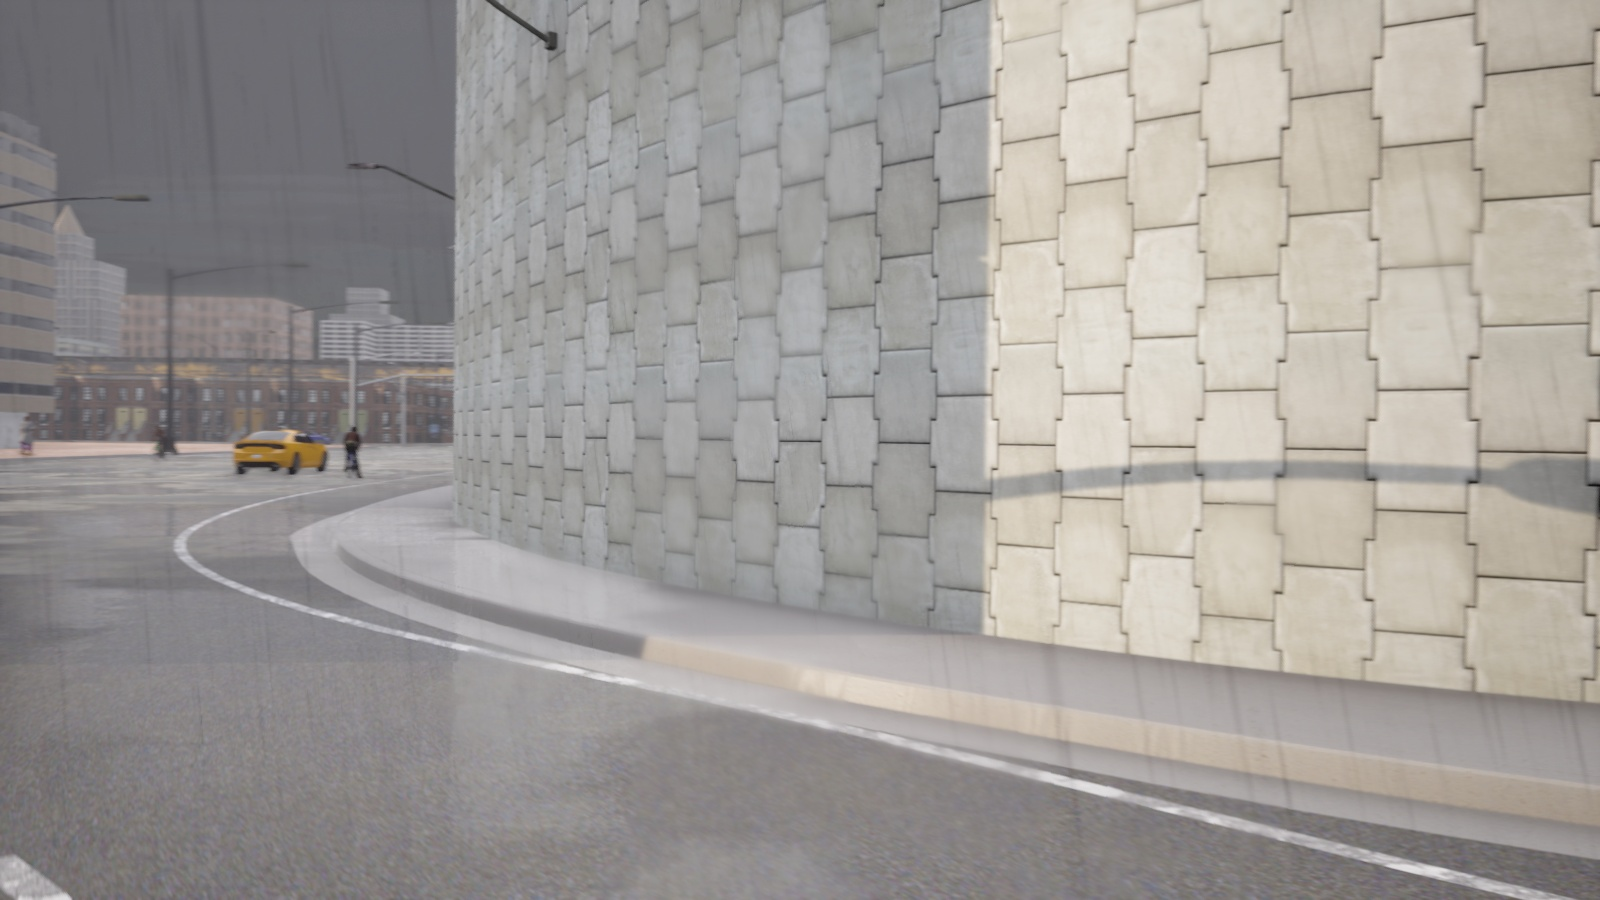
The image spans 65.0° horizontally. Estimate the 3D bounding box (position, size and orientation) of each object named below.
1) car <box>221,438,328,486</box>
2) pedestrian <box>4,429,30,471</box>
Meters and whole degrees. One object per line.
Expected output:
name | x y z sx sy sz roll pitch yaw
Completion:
car | -17.938 0.351 43.107 1.882 1.535 5.008 0 1 -4
pedestrian | -36.078 -0.005 57.887 0.659 1.952 0.873 0 1 -5
